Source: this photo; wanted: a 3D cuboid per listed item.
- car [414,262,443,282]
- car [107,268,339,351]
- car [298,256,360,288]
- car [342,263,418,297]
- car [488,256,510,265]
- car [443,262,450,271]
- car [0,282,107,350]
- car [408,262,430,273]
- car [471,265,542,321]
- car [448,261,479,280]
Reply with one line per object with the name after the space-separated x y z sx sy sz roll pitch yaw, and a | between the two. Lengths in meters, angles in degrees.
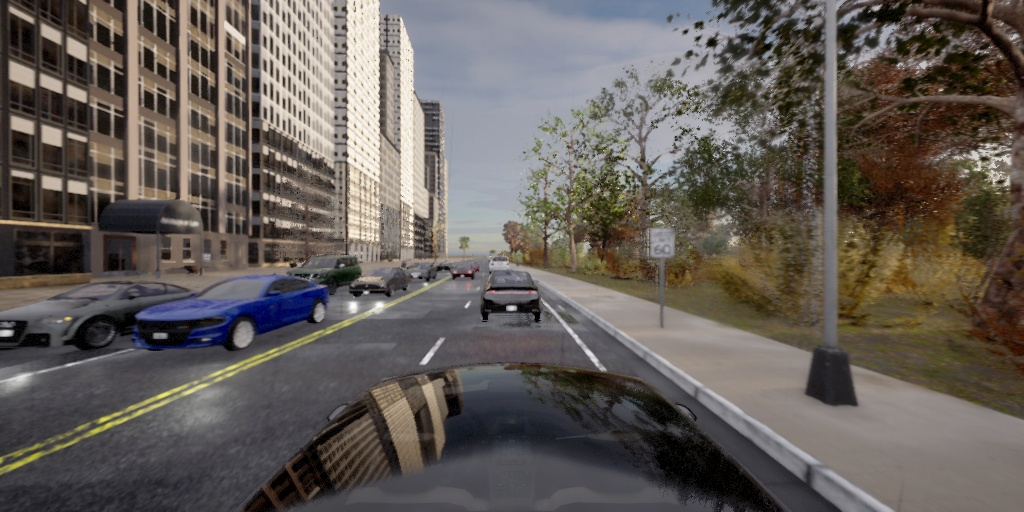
-7.327 1.263 29.376 2.128 1.511 4.902 0 0 -3 | car
-6.662 1.239 9.256 1.882 1.535 5.008 0 0 -1 | car
-10.113 0.992 19.728 2.150 2.045 5.566 0 0 -2 | car
-6.845 1.314 19.329 2.033 1.411 5.357 0 0 -2 | car
-1.407 0.991 39.531 2.150 2.045 5.566 0 0 -4 | car
-8.466 1.382 45.601 1.895 1.301 4.718 0 0 -4 | car
-9.905 1.328 8.998 1.994 1.385 4.181 0 0 0 | car
-11.707 1.385 45.360 1.895 1.301 4.718 0 0 -4 | car
-0.065 1.248 12.460 2.128 1.511 4.902 0 0 -1 | car
-4.206 1.370 31.720 1.895 1.301 4.718 0 0 -3 | car
